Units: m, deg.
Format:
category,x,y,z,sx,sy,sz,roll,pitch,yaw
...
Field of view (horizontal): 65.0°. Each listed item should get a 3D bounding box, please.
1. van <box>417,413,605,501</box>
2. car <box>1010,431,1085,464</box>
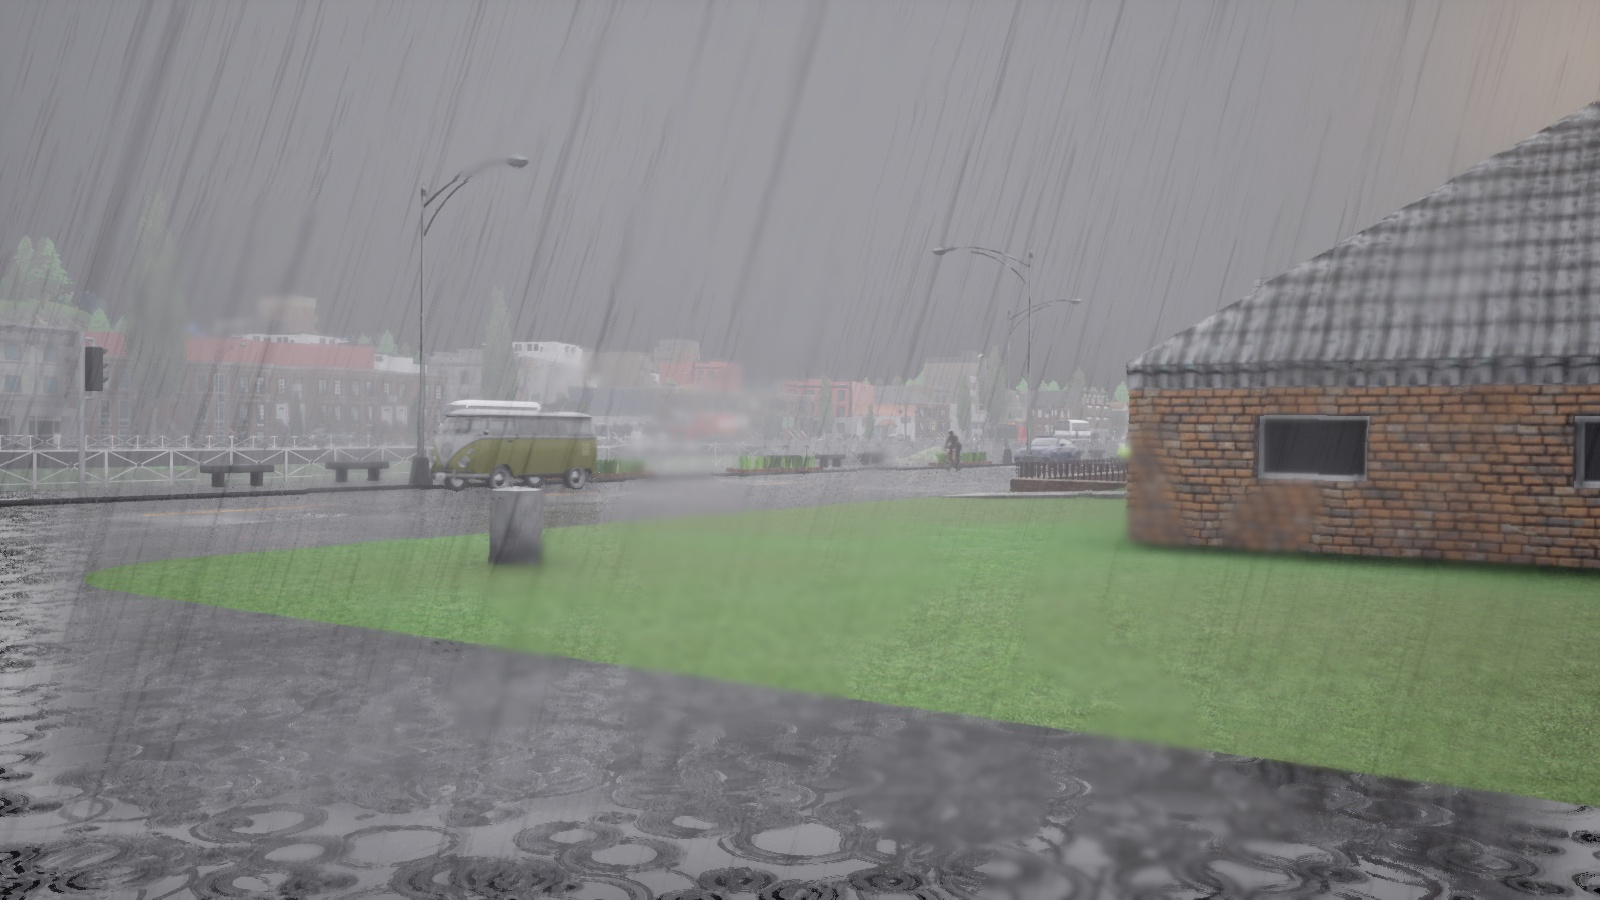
category,x,y,z,sx,sy,sz,roll,pitch,yaw
van,-6.967,0.128,30.711,1.775,1.987,4.442,0,1,34
car,11.611,-0.149,58.686,1.812,1.442,4.674,0,1,34
